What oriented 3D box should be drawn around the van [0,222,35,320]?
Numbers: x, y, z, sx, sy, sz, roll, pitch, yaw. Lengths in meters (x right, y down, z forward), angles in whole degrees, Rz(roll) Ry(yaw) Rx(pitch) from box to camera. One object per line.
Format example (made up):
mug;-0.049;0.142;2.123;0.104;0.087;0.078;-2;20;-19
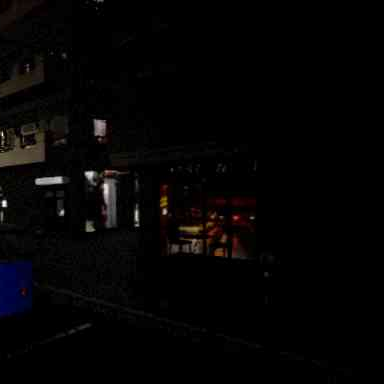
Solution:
van;-4.606;1.393;6.176;3.998;1.788;1.690;-1;-1;36
